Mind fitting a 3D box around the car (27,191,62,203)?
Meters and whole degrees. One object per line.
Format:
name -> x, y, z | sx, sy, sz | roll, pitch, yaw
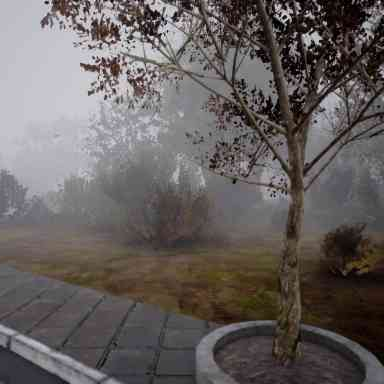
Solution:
car -> -18.335, 0.941, 41.832 | 2.150, 2.045, 5.566 | 1, 0, 32
